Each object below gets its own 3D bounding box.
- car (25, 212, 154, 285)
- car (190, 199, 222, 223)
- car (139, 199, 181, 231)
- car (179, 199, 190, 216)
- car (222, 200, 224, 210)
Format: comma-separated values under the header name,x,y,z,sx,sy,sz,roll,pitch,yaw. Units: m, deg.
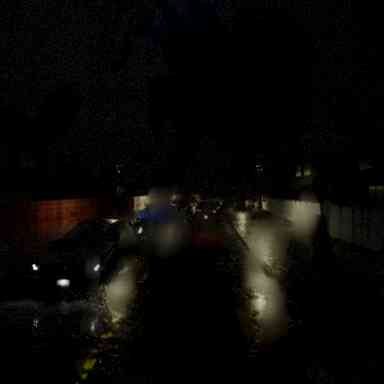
name,x,y,z,sx,sy,sz,roll,pitch,yaw
car,-2.637,1.533,9.724,2.033,1.411,5.357,0,0,2
car,1.175,1.485,25.701,1.837,1.490,4.892,0,1,5
car,-2.082,1.454,20.461,1.882,1.535,5.008,0,0,4
car,-1.127,1.480,32.217,1.837,1.490,4.892,0,0,6
car,3.140,1.550,43.607,1.994,1.385,4.181,0,0,8
